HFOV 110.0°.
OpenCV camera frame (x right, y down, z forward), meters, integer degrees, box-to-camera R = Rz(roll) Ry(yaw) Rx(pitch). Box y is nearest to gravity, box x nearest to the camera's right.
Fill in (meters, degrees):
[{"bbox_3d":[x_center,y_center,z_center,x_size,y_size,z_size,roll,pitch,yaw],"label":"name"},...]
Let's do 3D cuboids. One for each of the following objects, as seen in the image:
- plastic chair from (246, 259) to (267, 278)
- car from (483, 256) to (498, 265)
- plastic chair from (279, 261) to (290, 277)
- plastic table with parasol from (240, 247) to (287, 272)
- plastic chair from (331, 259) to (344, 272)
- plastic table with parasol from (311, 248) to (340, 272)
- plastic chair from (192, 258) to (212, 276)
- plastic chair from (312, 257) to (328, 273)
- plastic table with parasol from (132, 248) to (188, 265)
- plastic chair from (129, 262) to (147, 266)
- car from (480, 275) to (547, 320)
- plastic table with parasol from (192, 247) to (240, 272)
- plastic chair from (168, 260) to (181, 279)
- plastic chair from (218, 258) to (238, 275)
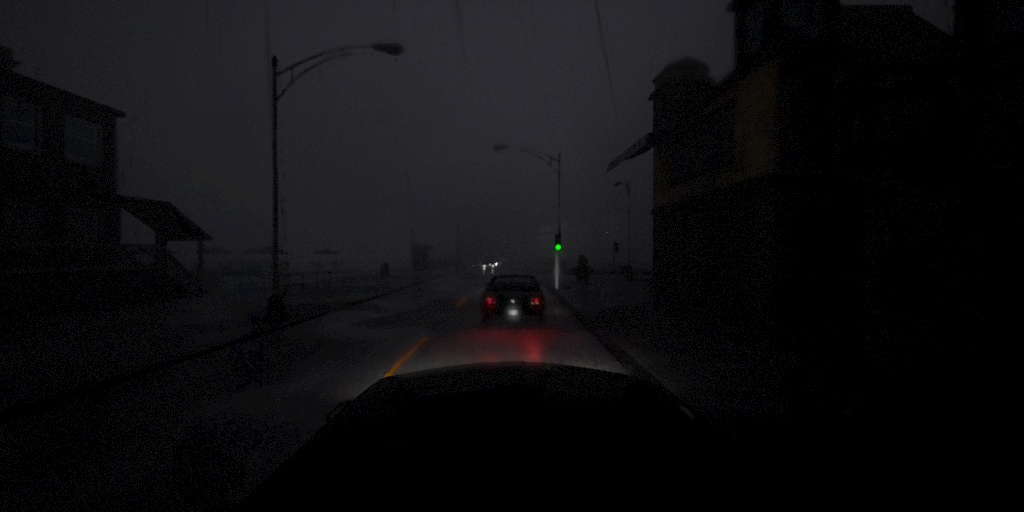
[{"bbox_3d":[-19.999,1.090,28.113,0.750,1.272,0.730,0,0,0],"label":"plastic chair"},{"bbox_3d":[-4.019,0.808,63.553,1.837,1.490,4.892,0,1,1],"label":"car"},{"bbox_3d":[-18.699,1.081,29.312,0.730,1.272,0.750,0,0,0],"label":"plastic chair"},{"bbox_3d":[-19.919,0.476,29.433,2.482,2.480,2.482,0,0,0],"label":"plastic table with parasol"},{"bbox_3d":[-17.897,1.025,37.112,0.730,1.272,0.750,0,0,0],"label":"plastic chair"},{"bbox_3d":[-19.167,0.420,37.252,2.482,2.480,2.482,0,0,0],"label":"plastic table with parasol"},{"bbox_3d":[-26.999,1.067,31.214,0.750,1.272,0.730,0,0,0],"label":"plastic chair"},{"bbox_3d":[-19.198,1.033,35.912,0.750,1.272,0.730,0,0,0],"label":"plastic chair"},{"bbox_3d":[-26.510,0.497,26.544,2.482,2.480,2.482,0,0,0],"label":"plastic table with parasol"},{"bbox_3d":[-26.700,1.109,25.414,0.750,1.272,0.730,0,0,0],"label":"plastic chair"},{"bbox_3d":[0.060,1.275,12.225,1.895,1.301,4.718,0,0,0],"label":"car"},{"bbox_3d":[-26.898,0.454,32.464,2.482,2.480,2.482,0,0,0],"label":"plastic table with parasol"},{"bbox_3d":[-25.331,1.101,26.617,0.730,1.272,0.750,0,0,-1],"label":"plastic chair"},{"bbox_3d":[-25.698,1.059,32.414,0.730,1.272,0.750,0,0,0],"label":"plastic chair"}]
